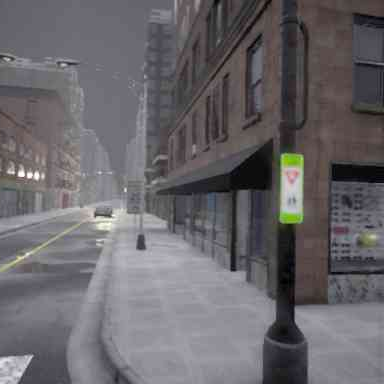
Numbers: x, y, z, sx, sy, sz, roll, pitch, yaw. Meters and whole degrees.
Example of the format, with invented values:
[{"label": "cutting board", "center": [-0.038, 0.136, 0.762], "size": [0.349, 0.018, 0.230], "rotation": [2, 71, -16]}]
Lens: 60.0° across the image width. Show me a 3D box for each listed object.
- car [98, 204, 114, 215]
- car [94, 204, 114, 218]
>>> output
[{"label": "car", "center": [-12.864, 2.568, 49.973], "size": [2.033, 1.411, 5.357], "rotation": [2, -2, -12]}, {"label": "car", "center": [-10.679, 2.369, 39.943], "size": [1.994, 1.385, 4.181], "rotation": [2, -2, -12]}]
